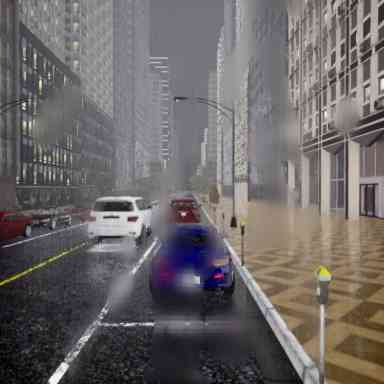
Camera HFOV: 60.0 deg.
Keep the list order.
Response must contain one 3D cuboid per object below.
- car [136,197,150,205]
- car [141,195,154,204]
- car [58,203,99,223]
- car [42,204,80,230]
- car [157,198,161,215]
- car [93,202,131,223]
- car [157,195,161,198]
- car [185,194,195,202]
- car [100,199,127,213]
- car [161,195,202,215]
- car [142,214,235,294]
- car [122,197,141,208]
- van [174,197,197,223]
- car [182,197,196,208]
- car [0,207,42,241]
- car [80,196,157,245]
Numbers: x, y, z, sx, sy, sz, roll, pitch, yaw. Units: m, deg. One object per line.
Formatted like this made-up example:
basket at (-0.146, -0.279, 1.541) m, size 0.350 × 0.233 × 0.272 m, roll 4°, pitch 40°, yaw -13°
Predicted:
car at (-8.843, 1.569, 60.458) m, size 1.802 × 1.307 × 4.206 m, roll -1°, pitch 0°, yaw 0°
car at (-8.845, 1.426, 66.141) m, size 1.967 × 1.590 × 4.097 m, roll -1°, pitch 0°, yaw 0°
car at (-8.843, 1.577, 26.356) m, size 1.802 × 1.307 × 4.206 m, roll -1°, pitch 0°, yaw 0°
car at (-8.844, 1.547, 20.672) m, size 2.008 × 1.369 × 4.403 m, roll -1°, pitch 0°, yaw 0°
car at (-3.053, 1.520, 30.144) m, size 1.812 × 1.442 × 4.674 m, roll 0°, pitch 0°, yaw 0°
car at (-6.244, 1.559, 26.370) m, size 1.994 × 1.385 × 4.181 m, roll 0°, pitch 0°, yaw 0°
car at (-8.843, 1.508, 77.339) m, size 1.752 × 1.417 × 4.829 m, roll -1°, pitch 0°, yaw 0°
car at (-0.465, 1.298, 77.509) m, size 2.192 × 1.841 × 5.009 m, roll -1°, pitch 0°, yaw 0°
car at (-8.844, 1.544, 37.723) m, size 2.008 × 1.369 × 4.403 m, roll -1°, pitch 0°, yaw 0°
car at (-0.465, 1.311, 20.672) m, size 2.192 × 1.841 × 5.009 m, roll -1°, pitch 0°, yaw 0°
car at (0.003, 1.524, 8.651) m, size 1.812 × 1.442 × 4.674 m, roll 0°, pitch 0°, yaw 0°
car at (-8.843, 1.541, 49.090) m, size 2.008 × 1.369 × 4.403 m, roll -1°, pitch 0°, yaw 0°
van at (-0.465, 1.336, 26.356) m, size 1.690 × 1.788 × 3.998 m, roll -1°, pitch 0°, yaw 0°
car at (-0.463, 1.541, 49.090) m, size 2.008 × 1.369 × 4.403 m, roll -1°, pitch 0°, yaw 0°
car at (-8.843, 1.542, 14.989) m, size 1.887 × 1.381 × 4.507 m, roll -1°, pitch 0°, yaw 0°
car at (-3.149, 1.220, 15.624) m, size 2.150 × 2.045 × 5.566 m, roll 0°, pitch 0°, yaw 0°
